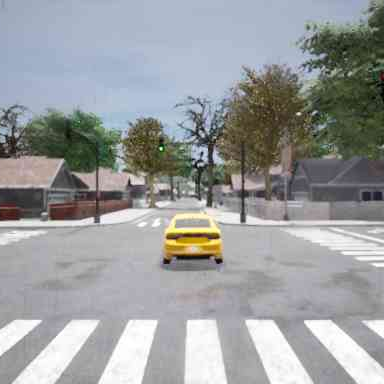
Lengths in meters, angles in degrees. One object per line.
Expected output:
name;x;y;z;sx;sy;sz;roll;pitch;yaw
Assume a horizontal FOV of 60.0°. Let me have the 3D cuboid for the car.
car;0.003;1.553;12.334;1.882;1.535;5.008;0;0;-1
